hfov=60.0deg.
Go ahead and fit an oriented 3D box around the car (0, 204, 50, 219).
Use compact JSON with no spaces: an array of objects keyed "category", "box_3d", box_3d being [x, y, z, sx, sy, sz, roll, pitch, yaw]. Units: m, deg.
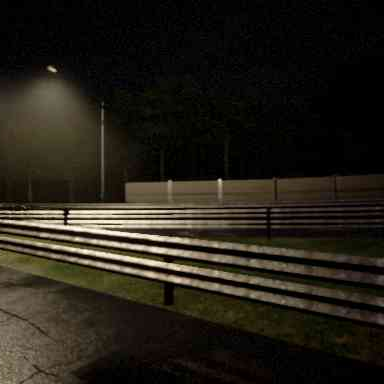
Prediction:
[{"category":"car","box_3d":[-12.996,1.668,24.722,4.892,1.490,1.837,0,-1,12]}]
